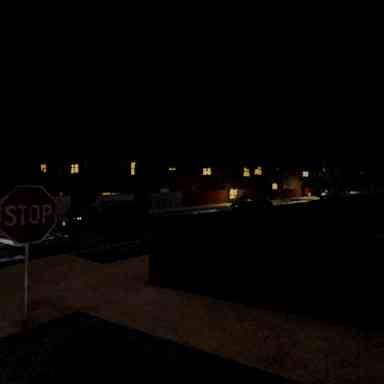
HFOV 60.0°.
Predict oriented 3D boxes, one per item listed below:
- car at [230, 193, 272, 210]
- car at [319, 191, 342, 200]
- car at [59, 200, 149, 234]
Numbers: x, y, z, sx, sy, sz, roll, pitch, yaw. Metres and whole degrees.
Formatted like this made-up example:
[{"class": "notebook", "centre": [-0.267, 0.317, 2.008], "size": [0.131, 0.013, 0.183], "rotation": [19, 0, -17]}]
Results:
[{"class": "car", "centre": [5.196, 0.870, 28.847], "size": [1.837, 1.490, 4.892], "rotation": [2, 2, 41]}, {"class": "car", "centre": [18.414, 0.513, 44.155], "size": [1.994, 1.385, 4.181], "rotation": [2, 2, 41]}, {"class": "car", "centre": [-4.461, 1.183, 17.562], "size": [2.128, 1.511, 4.902], "rotation": [2, 2, 41]}]
